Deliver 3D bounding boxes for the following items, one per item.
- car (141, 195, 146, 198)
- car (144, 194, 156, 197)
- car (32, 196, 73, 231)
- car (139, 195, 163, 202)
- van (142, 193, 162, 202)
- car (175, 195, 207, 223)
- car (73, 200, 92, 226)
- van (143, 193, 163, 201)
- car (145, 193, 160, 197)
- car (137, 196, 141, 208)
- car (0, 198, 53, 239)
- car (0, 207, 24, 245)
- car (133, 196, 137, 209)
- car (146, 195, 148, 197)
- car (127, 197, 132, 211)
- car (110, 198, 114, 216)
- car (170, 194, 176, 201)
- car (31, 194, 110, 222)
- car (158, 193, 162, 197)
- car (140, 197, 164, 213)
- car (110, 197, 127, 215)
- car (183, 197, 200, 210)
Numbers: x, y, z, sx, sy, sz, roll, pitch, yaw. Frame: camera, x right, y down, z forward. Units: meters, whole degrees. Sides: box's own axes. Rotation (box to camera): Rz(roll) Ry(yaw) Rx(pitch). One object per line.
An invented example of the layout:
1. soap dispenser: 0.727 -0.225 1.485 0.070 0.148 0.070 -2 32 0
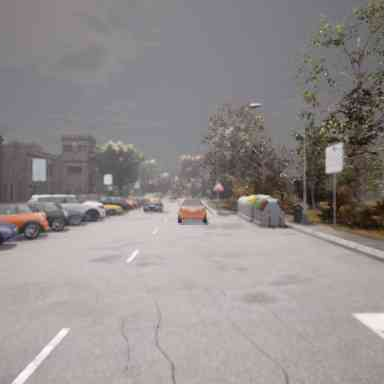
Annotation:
1. car: -9.331 1.524 46.068 4.792 1.488 2.163 -1 0 -20
2. car: -9.372 1.527 58.061 4.892 1.521 2.231 -1 0 -20
3. car: -9.382 1.344 19.042 4.553 1.767 2.185 -1 0 -20
4. car: -9.453 1.535 76.080 5.008 1.535 2.097 -1 0 -20
5. van: -9.587 1.280 79.025 4.442 1.987 1.878 -1 1 -21
6. car: 0.014 1.334 25.725 2.097 1.767 4.553 0 0 0
7. car: -9.381 1.498 22.056 4.792 1.488 2.163 -1 0 -20
8. van: -9.616 1.249 82.026 4.442 1.987 1.878 -1 1 -21
9. car: -9.196 1.529 61.126 5.366 1.575 1.946 -1 0 -20
10. car: -9.394 1.364 43.049 4.553 1.767 2.185 -1 0 -20
11. car: -9.388 1.345 16.041 4.553 1.767 2.185 -1 0 -20
12. car: -9.425 1.514 13.032 4.674 1.452 2.002 -1 0 -20
13. car: -9.399 1.358 40.047 4.553 1.767 2.185 -1 0 -20
14. car: -9.359 1.542 49.060 4.674 1.452 2.002 -1 0 -20
15. car: -9.368 1.224 34.073 5.566 2.045 2.435 -1 0 -20
16. car: -9.364 1.500 28.057 4.792 1.488 2.163 -1 0 -20
17. car: -4.125 1.352 77.878 1.837 1.490 4.892 0 0 0
18. car: -9.377 1.218 25.056 5.566 2.045 2.435 -1 0 -20
19. car: -9.205 1.537 64.127 5.366 1.575 1.946 -1 0 -20
20. car: -4.144 1.556 36.528 1.994 1.385 4.181 0 0 0
21. car: -9.211 1.467 31.115 5.366 1.575 1.946 -1 0 -20
22. car: -0.073 1.493 43.375 2.128 1.511 4.902 0 0 0
